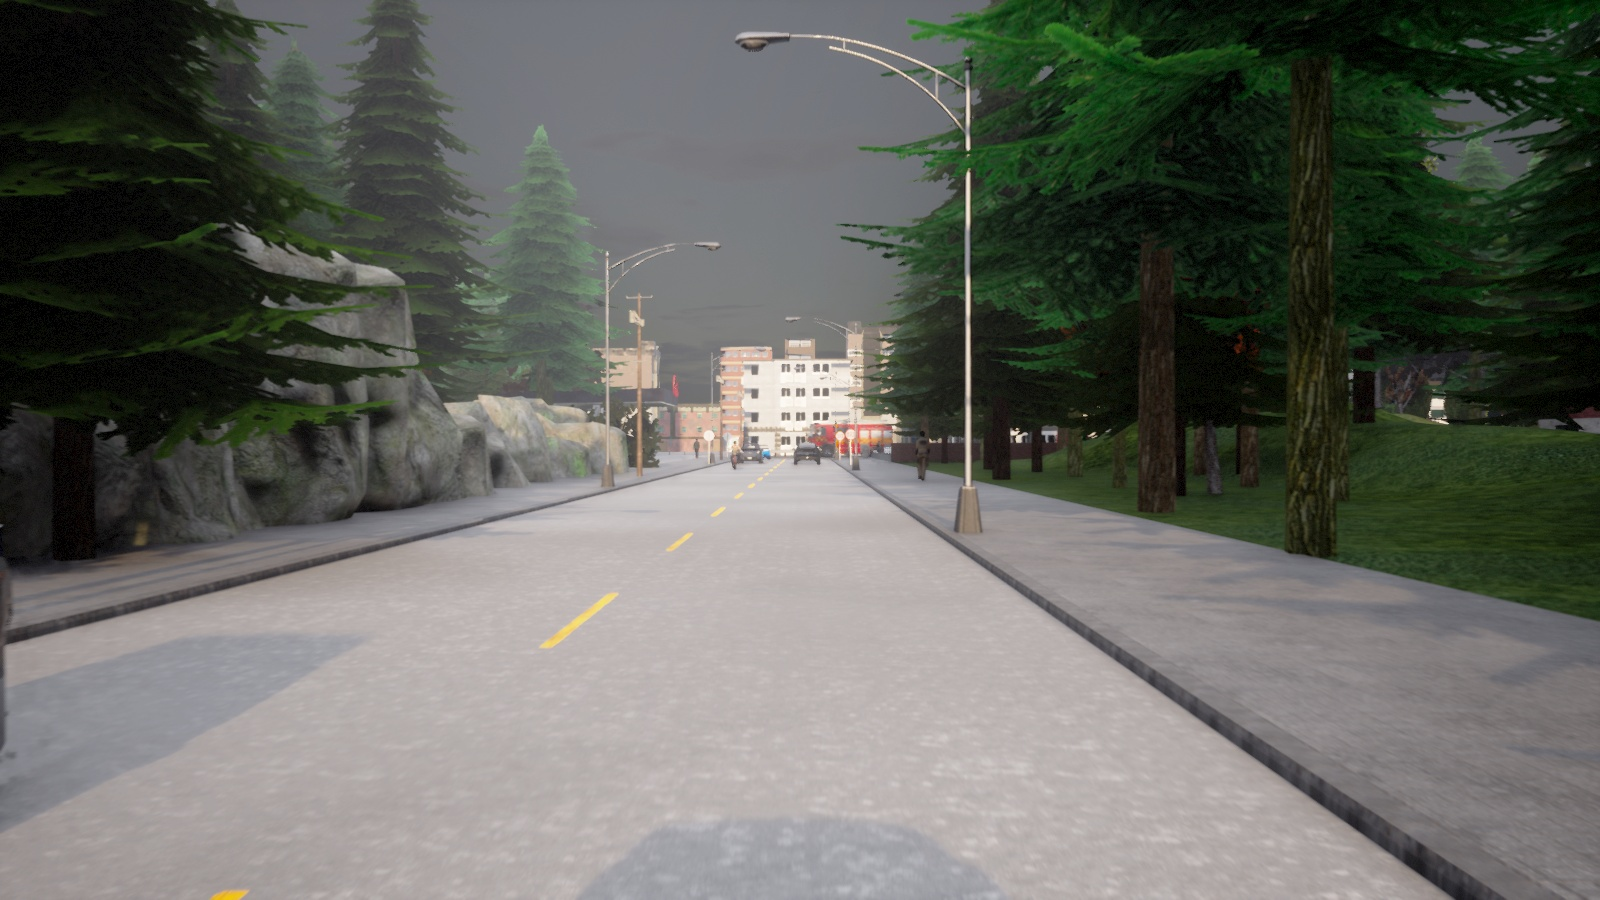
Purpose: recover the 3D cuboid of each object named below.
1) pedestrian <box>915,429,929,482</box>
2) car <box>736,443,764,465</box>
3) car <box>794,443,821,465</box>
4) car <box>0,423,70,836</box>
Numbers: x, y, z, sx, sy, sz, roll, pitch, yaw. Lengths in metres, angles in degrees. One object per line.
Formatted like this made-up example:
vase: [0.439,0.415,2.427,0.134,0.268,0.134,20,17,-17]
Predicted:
pedestrian: [4.433,0.203,45.613,0.396,1.930,0.692,0,0,-2]
car: [-3.498,0.256,88.963,1.845,1.501,3.633,0,0,0]
car: [0.499,0.256,88.087,1.837,1.490,4.892,0,0,0]
car: [-3.969,0.674,2.824,2.007,1.525,4.514,0,0,0]
